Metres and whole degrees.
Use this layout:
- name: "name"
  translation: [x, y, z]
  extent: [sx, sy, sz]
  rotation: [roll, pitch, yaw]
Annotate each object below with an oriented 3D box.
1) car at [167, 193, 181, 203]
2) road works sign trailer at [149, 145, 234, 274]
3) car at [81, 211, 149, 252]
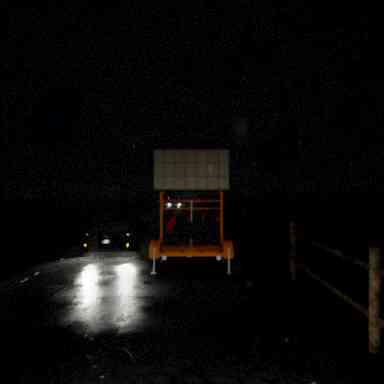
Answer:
- name: "car"
  translation: [-2.916, 0.922, 54.709]
  extent: [2.097, 1.767, 4.553]
  rotation: [0, 0, 0]
- name: "road works sign trailer"
  translation: [-0.016, 0.378, 10.211]
  extent: [2.380, 3.560, 2.880]
  rotation: [0, 0, 0]
- name: "car"
  translation: [-2.871, 1.454, 13.118]
  extent: [1.994, 1.385, 4.181]
  rotation: [0, 0, 0]
